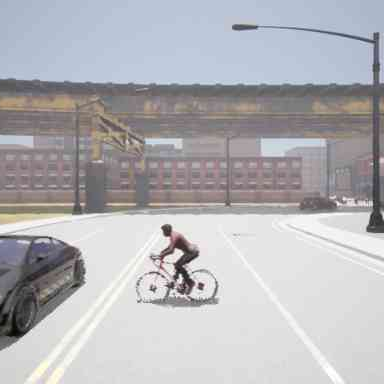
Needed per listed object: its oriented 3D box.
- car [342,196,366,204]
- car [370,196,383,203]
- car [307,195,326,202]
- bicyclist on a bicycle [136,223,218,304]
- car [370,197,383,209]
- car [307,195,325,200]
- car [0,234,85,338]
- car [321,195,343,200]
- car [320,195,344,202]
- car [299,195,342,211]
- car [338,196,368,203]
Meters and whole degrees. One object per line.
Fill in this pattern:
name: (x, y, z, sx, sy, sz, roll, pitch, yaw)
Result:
car: (29.183, 1.452, 60.320, 2.038, 1.542, 4.974, 0, 0, -29)
car: (32.253, 1.295, 58.206, 1.853, 1.218, 4.536, 0, 0, 31)
car: (29.600, 1.452, 79.180, 4.974, 1.542, 2.038, 0, 0, -39)
bicyclist on a bicycle: (-0.317, 1.455, 6.688, 1.656, 1.620, 0.582, -2, 0, 0)
car: (25.715, 1.526, 42.093, 4.674, 1.442, 1.812, 0, 0, -3)
car: (29.560, 1.295, 79.147, 4.536, 1.218, 1.853, 0, 0, -39)
car: (-3.607, 1.564, 6.504, 1.994, 1.385, 4.181, 0, 0, 0)
car: (33.635, 1.295, 79.888, 1.853, 1.218, 4.536, 0, 0, -34)
car: (33.606, 1.452, 79.931, 2.038, 1.542, 4.974, 0, 0, -34)
car: (15.236, 1.352, 39.999, 4.553, 1.767, 2.097, 0, 0, -24)
car: (29.158, 1.295, 60.366, 1.853, 1.218, 4.536, 0, 0, -29)
